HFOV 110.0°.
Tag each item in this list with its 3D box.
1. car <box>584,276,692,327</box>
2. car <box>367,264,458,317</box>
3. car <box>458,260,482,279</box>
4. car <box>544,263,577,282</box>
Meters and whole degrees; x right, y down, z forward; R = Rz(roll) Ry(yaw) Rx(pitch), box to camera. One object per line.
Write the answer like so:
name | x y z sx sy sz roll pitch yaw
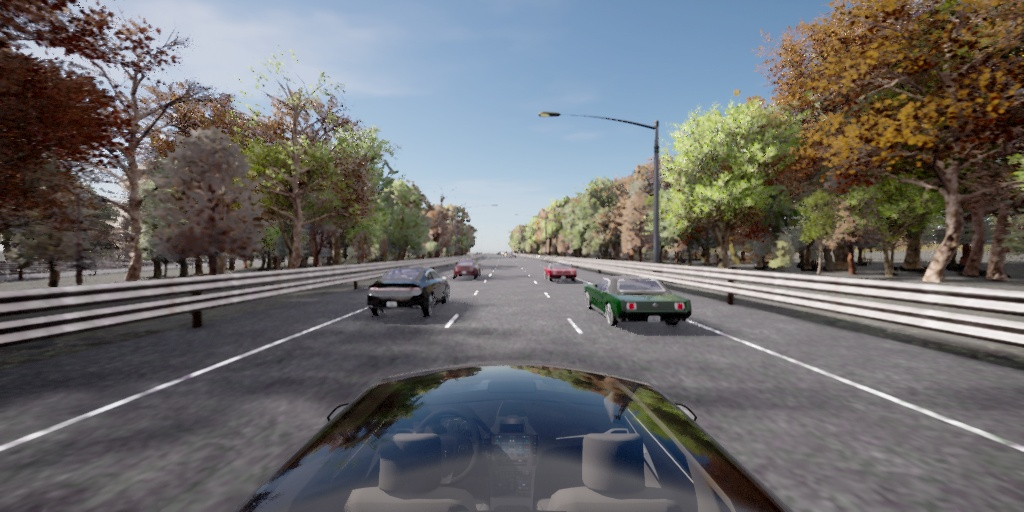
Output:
car | 3.559 1.269 11.195 1.895 1.301 4.718 0 0 0
car | -3.451 1.148 12.690 2.128 1.511 4.902 0 0 0
car | -3.589 1.038 28.968 1.812 1.442 4.674 0 1 -1
car | 3.441 1.135 26.394 1.895 1.301 4.718 0 1 0
